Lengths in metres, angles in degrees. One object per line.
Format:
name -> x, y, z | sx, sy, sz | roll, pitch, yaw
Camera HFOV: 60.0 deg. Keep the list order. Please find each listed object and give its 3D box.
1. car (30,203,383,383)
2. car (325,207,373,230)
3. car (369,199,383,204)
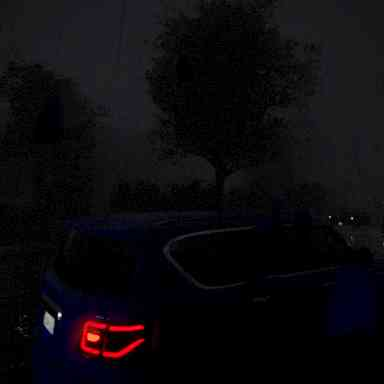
car -> 0.863, 1.262, 4.572 | 5.566, 2.045, 2.150 | 1, 0, -37
car -> 11.535, 1.848, 24.242 | 1.895, 1.301, 4.718 | 0, 0, 41
car -> 32.896, 1.961, 59.240 | 2.097, 1.767, 4.553 | 0, 0, 22
